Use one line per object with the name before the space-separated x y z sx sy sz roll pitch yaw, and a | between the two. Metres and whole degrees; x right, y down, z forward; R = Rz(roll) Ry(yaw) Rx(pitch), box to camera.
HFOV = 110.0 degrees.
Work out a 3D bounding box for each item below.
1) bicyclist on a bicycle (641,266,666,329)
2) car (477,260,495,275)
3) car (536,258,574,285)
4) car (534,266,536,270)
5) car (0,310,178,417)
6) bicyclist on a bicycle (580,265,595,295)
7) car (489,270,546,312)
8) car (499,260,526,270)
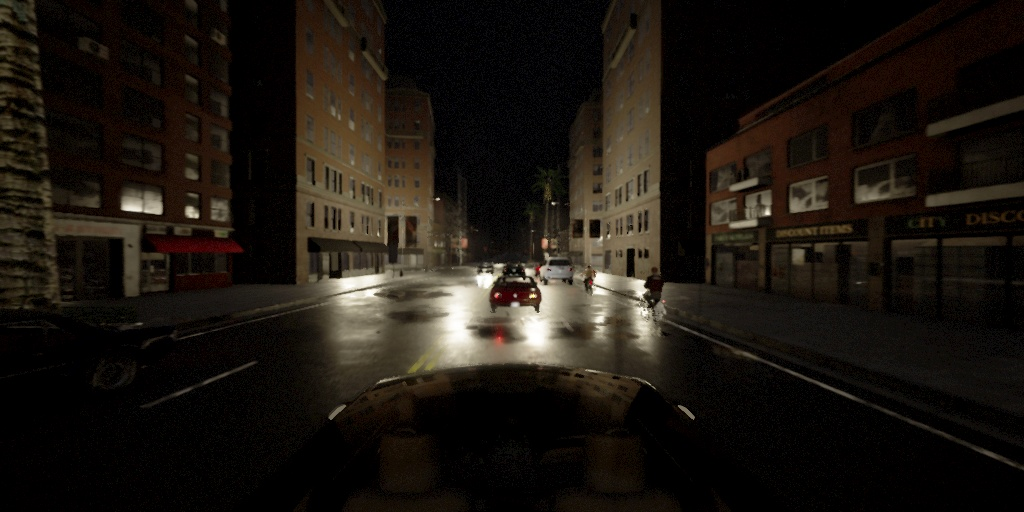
bicyclist on a bicycle | 4.161 1.181 10.668 0.659 1.776 1.843 0 0 0
car | -3.149 1.528 43.891 2.128 1.511 4.902 0 0 0
car | 3.401 1.147 28.145 2.150 2.045 5.566 0 0 0
car | 3.337 1.522 38.512 1.812 1.442 4.674 0 0 0
car | -6.601 1.348 3.799 1.895 1.301 4.718 0 0 0
bicyclist on a bicycle | 4.209 1.306 19.734 0.866 1.612 1.509 0 0 0
car | 0.127 1.428 14.726 1.895 1.301 4.718 0 0 0
car | 0.174 1.303 33.079 2.097 1.767 4.553 0 0 0
